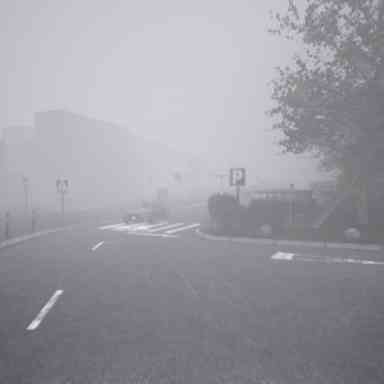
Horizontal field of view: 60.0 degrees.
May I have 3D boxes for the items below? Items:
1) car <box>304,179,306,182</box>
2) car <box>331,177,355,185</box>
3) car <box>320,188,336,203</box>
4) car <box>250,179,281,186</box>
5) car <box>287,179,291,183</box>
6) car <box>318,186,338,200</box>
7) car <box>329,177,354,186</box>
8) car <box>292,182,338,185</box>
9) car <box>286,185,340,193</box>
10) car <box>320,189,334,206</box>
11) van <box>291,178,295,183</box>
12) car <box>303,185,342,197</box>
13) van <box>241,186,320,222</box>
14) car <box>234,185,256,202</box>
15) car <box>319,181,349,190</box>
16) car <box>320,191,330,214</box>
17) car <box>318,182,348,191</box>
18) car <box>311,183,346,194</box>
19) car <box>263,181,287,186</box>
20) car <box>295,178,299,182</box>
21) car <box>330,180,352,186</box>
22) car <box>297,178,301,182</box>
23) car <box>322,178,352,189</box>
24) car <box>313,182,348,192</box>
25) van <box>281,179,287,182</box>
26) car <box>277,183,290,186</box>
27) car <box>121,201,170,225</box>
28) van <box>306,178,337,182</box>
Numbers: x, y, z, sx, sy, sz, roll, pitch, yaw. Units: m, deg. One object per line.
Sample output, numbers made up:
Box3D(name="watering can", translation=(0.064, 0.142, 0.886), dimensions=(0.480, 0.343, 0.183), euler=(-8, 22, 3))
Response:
Box3D(name="car", translation=(26.762, -1.618, 73.516), dimensions=(2.128, 1.511, 4.902), euler=(0, 3, 27))
Box3D(name="car", translation=(39.026, -2.813, 86.156), dimensions=(5.566, 2.045, 2.435), euler=(0, 3, 27))
Box3D(name="car", translation=(9.827, 0.669, 29.487), dimensions=(4.792, 1.488, 2.163), euler=(0, 3, 27))
Box3D(name="car", translation=(14.252, -1.322, 66.756), dimensions=(5.566, 2.045, 2.435), euler=(0, 3, 27))
Box3D(name="car", translation=(19.409, -1.622, 76.712), dimensions=(5.008, 1.535, 2.097), euler=(0, 3, 27))
Box3D(name="car", translation=(11.064, 0.503, 31.965), dimensions=(4.892, 1.521, 2.231), euler=(0, 3, 27))
Box3D(name="car", translation=(37.706, -2.659, 83.717), dimensions=(5.566, 2.045, 2.435), euler=(0, 3, 27))
Box3D(name="car", translation=(13.634, 0.101, 36.871), dimensions=(4.553, 1.767, 2.185), euler=(0, 3, 27))
Box3D(name="car", translation=(12.344, 0.364, 34.423), dimensions=(5.008, 1.535, 2.097), euler=(0, 3, 27))
Box3D(name="car", translation=(8.365, 0.776, 27.121), dimensions=(5.366, 1.575, 1.946), euler=(0, 3, 27))
Box3D(name="van", translation=(22.077, -2.129, 81.625), dimensions=(4.442, 1.987, 1.878), euler=(0, 3, 27))
Box3D(name="car", translation=(17.417, -0.145, 44.288), dimensions=(4.674, 1.452, 2.002), euler=(0, 3, 27))
Box3D(name="van", translation=(5.882, 0.830, 22.151), dimensions=(4.442, 1.987, 1.878), euler=(0, 3, 27))
Box3D(name="car", translation=(5.641, 0.306, 39.830), dimensions=(2.128, 1.511, 4.902), euler=(0, 3, 27))
Box3D(name="car", translation=(26.313, -1.139, 61.530), dimensions=(4.892, 1.521, 2.231), euler=(0, 3, 27))
Box3D(name="car", translation=(7.287, 0.946, 24.558), dimensions=(4.792, 1.488, 2.163), euler=(0, 3, 27))
Box3D(name="car", translation=(25.064, -0.974, 59.057), dimensions=(4.792, 1.488, 2.163), euler=(0, 3, 27))
Box3D(name="car", translation=(21.203, -0.564, 51.691), dimensions=(4.792, 1.488, 2.163), euler=(0, 3, 27))
Box3D(name="car", translation=(13.964, -0.558, 55.775), dimensions=(1.882, 1.535, 5.008), euler=(0, 3, 27))
Box3D(name="car", translation=(24.544, -2.156, 86.673), dimensions=(4.674, 1.452, 2.002), euler=(0, 3, 27))
Box3D(name="car", translation=(36.495, -2.228, 81.241), dimensions=(4.792, 1.488, 2.163), euler=(0, 3, 27))
Box3D(name="car", translation=(25.833, -2.347, 89.155), dimensions=(4.892, 1.521, 2.231), euler=(0, 3, 27))
Box3D(name="car", translation=(30.085, -1.800, 68.929), dimensions=(5.566, 2.045, 2.435), euler=(0, 3, 27))
Box3D(name="car", translation=(23.603, -0.870, 56.690), dimensions=(5.366, 1.575, 1.946), euler=(0, 3, 27))
Box3D(name="van", translation=(18.229, -1.710, 74.157), dimensions=(4.442, 1.987, 1.878), euler=(0, 3, 27))
Box3D(name="car", translation=(14.374, -0.203, 49.256), dimensions=(1.895, 1.301, 4.718), euler=(0, 3, 27))
Box3D(name="car", translation=(-2.999, 1.328, 22.216), dimensions=(1.994, 1.385, 4.181), euler=(-1, 2, 17))
Box3D(name="van", translation=(18.787, -0.547, 46.685), dimensions=(4.442, 1.987, 1.878), euler=(0, 3, 27))
